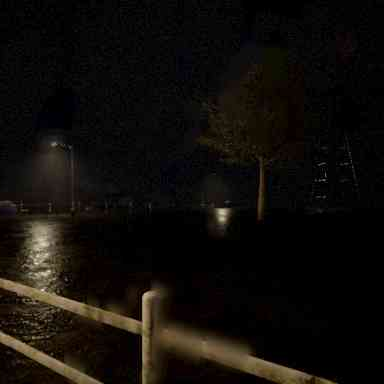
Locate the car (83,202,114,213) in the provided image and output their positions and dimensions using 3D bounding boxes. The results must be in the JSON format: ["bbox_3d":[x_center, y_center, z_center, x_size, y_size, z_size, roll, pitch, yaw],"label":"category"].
[{"bbox_3d":[-13.064,2.146,46.853,1.812,1.442,4.674,-2,-2,36],"label":"car"}]

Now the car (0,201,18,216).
[{"bbox_3d":[-21.232,1.740,35.490,2.097,1.767,4.553,-2,-2,36],"label":"car"}]

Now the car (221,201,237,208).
[{"bbox_3d":[7.709,2.628,69.464,1.994,1.385,4.181,-2,-2,36],"label":"car"}]

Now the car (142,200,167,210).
[{"bbox_3d":[-6.345,2.171,56.195,2.097,1.767,4.553,-2,-2,36],"label":"car"}]
